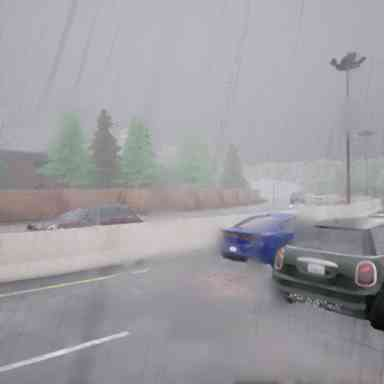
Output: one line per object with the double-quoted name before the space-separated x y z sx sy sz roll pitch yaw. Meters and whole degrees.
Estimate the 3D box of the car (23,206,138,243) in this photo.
"car" -5.687 1.575 17.479 5.357 1.411 2.033 -1 0 -40

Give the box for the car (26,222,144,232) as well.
"car" -4.312 1.372 14.190 4.553 1.767 2.097 -1 0 -40

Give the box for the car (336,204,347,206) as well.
"car" 21.280 1.056 46.200 2.097 1.767 4.553 -1 0 26

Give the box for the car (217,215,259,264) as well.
"car" 3.025 1.430 10.957 5.008 1.535 1.882 -1 0 -41

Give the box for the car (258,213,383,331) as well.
"car" 3.743 1.304 6.992 4.553 1.767 2.097 -1 0 -40
